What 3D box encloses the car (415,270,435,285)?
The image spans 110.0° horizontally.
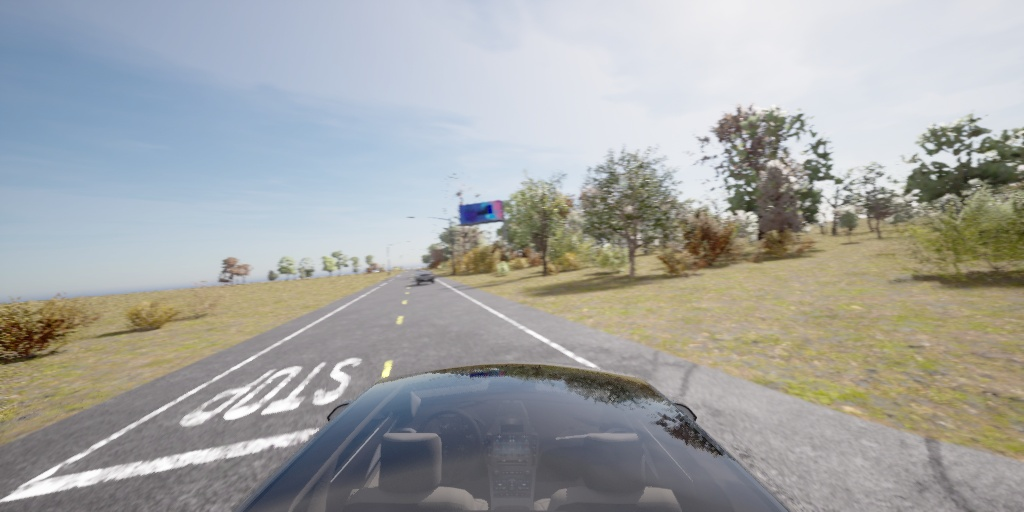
[{"bbox_3d":[-9.647,2.364,39.960,2.128,1.511,4.902,-5,0,-15],"label":"car"}]
